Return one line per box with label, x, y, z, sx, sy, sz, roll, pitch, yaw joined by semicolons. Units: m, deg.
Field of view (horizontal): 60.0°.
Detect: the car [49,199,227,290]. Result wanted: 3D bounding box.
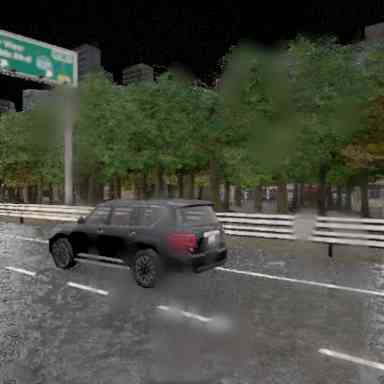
car;-1.702;1.222;9.386;5.566;2.045;2.150;0;0;36
